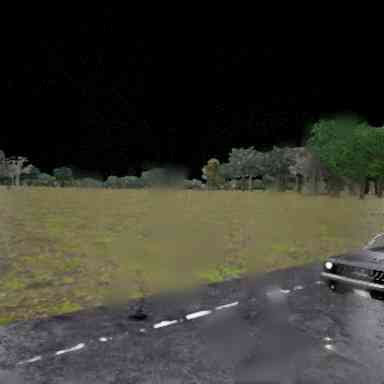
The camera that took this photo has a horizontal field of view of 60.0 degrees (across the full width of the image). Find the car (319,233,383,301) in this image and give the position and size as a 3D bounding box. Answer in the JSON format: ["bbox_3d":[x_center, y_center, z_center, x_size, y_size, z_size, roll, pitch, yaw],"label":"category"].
[{"bbox_3d":[5.001,1.603,7.565,4.718,1.301,1.895,0,0,-36],"label":"car"}]
